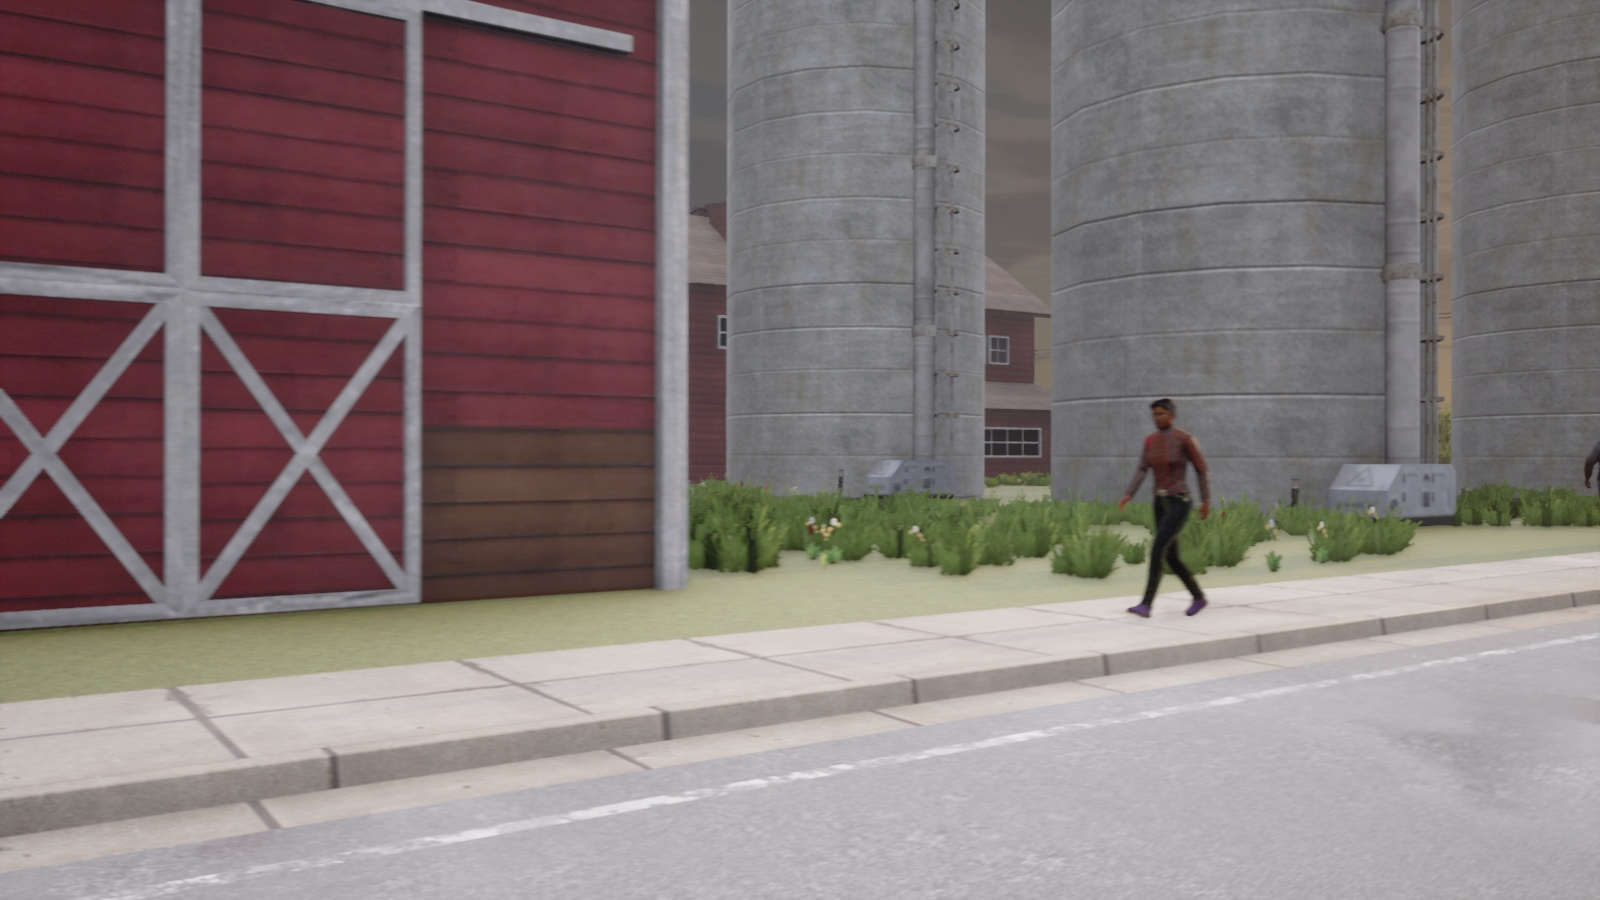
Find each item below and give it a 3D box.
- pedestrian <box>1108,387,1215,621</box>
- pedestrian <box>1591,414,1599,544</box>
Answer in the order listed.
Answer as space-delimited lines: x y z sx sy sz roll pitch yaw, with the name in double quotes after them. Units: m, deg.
2.898 0.419 10.058 0.869 1.805 0.328 0 0 -33 "pedestrian"
11.929 0.417 18.376 0.563 1.883 0.849 0 0 34 "pedestrian"
